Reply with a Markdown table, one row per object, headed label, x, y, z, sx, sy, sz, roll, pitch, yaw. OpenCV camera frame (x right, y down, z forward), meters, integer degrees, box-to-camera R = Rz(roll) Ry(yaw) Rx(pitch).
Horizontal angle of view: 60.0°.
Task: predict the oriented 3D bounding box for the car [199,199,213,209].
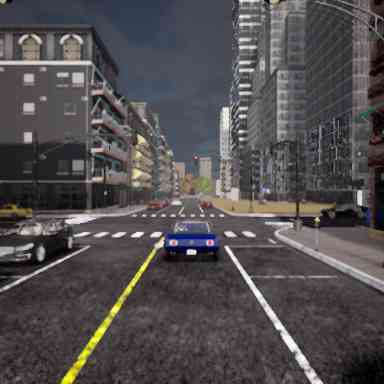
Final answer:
| label | x | y | z | sx | sy | sz | roll | pitch | yaw |
| --- | --- | --- | --- | --- | --- | --- | --- | --- | --- |
| car | 2.594 | 2.090 | 55.930 | 1.887 | 1.381 | 4.507 | -1 | -1 | 0 |

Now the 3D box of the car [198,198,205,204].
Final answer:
| label | x | y | z | sx | sy | sz | roll | pitch | yaw |
| --- | --- | --- | --- | --- | --- | --- | --- | --- | --- |
| car | 2.563 | 2.432 | 89.823 | 1.887 | 1.381 | 4.507 | -1 | -1 | 0 |

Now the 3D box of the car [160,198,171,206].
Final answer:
| label | x | y | z | sx | sy | sz | roll | pitch | yaw |
| --- | --- | --- | --- | --- | --- | --- | --- | --- | --- |
| car | -5.770 | 2.154 | 72.812 | 1.967 | 1.590 | 4.097 | -1 | -1 | 0 |

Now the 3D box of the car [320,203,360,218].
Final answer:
| label | x | y | z | sx | sy | sz | roll | pitch | yaw |
| --- | --- | --- | --- | --- | --- | --- | --- | --- | --- |
| car | 14.645 | 1.782 | 32.196 | 4.313 | 1.339 | 1.947 | 0 | 0 | 0 |

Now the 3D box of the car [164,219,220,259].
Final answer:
| label | x | y | z | sx | sy | sz | roll | pitch | yaw |
| --- | --- | --- | --- | --- | --- | --- | --- | --- | --- |
| car | 0.007 | 1.729 | 13.234 | 1.895 | 1.301 | 4.718 | 0 | -1 | 0 |

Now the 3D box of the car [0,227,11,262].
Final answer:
| label | x | y | z | sx | sy | sz | roll | pitch | yaw |
| --- | --- | --- | --- | --- | --- | --- | --- | --- | --- |
| car | -5.707 | 1.587 | 6.319 | 1.752 | 1.417 | 4.829 | -1 | -1 | 0 |

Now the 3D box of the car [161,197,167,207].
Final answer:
| label | x | y | z | sx | sy | sz | roll | pitch | yaw |
| --- | --- | --- | --- | --- | --- | --- | --- | --- | --- |
| car | -5.754 | 1.984 | 55.866 | 1.967 | 1.590 | 4.097 | -1 | -1 | 0 |

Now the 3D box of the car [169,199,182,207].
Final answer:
| label | x | y | z | sx | sy | sz | roll | pitch | yaw |
| --- | --- | --- | --- | --- | --- | --- | --- | --- | --- |
| car | -3.068 | 2.252 | 66.698 | 1.895 | 1.301 | 4.718 | 0 | -1 | 0 |

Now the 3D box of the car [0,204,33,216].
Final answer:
| label | x | y | z | sx | sy | sz | roll | pitch | yaw |
| --- | --- | --- | --- | --- | --- | --- | --- | --- | --- |
| car | -17.914 | 1.811 | 32.111 | 4.829 | 1.417 | 1.752 | 0 | 0 | 0 |

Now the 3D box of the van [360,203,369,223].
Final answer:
| label | x | y | z | sx | sy | sz | roll | pitch | yaw |
| --- | --- | --- | --- | --- | --- | --- | --- | --- | --- |
| van | 14.665 | 1.601 | 23.813 | 3.998 | 1.788 | 1.690 | 0 | 0 | 0 |

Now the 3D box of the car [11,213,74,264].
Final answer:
| label | x | y | z | sx | sy | sz | roll | pitch | yaw |
| --- | --- | --- | --- | --- | --- | --- | --- | --- | --- |
| car | -5.712 | 1.668 | 12.152 | 2.008 | 1.369 | 4.403 | -1 | -1 | 0 |

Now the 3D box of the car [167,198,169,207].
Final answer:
| label | x | y | z | sx | sy | sz | roll | pitch | yaw |
| --- | --- | --- | --- | --- | --- | --- | --- | --- | --- |
| car | -5.766 | 1.972 | 67.166 | 2.192 | 1.841 | 5.009 | -1 | -1 | 0 |

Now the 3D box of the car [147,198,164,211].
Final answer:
| label | x | y | z | sx | sy | sz | roll | pitch | yaw |
| --- | --- | --- | --- | --- | --- | --- | --- | --- | --- |
| car | -5.747 | 2.033 | 50.217 | 1.887 | 1.381 | 4.507 | -1 | -1 | 0 |

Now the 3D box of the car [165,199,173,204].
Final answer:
| label | x | y | z | sx | sy | sz | roll | pitch | yaw |
| --- | --- | --- | --- | --- | --- | --- | --- | --- | --- |
| car | -5.778 | 2.411 | 84.109 | 1.802 | 1.307 | 4.206 | -1 | -1 | 0 |
